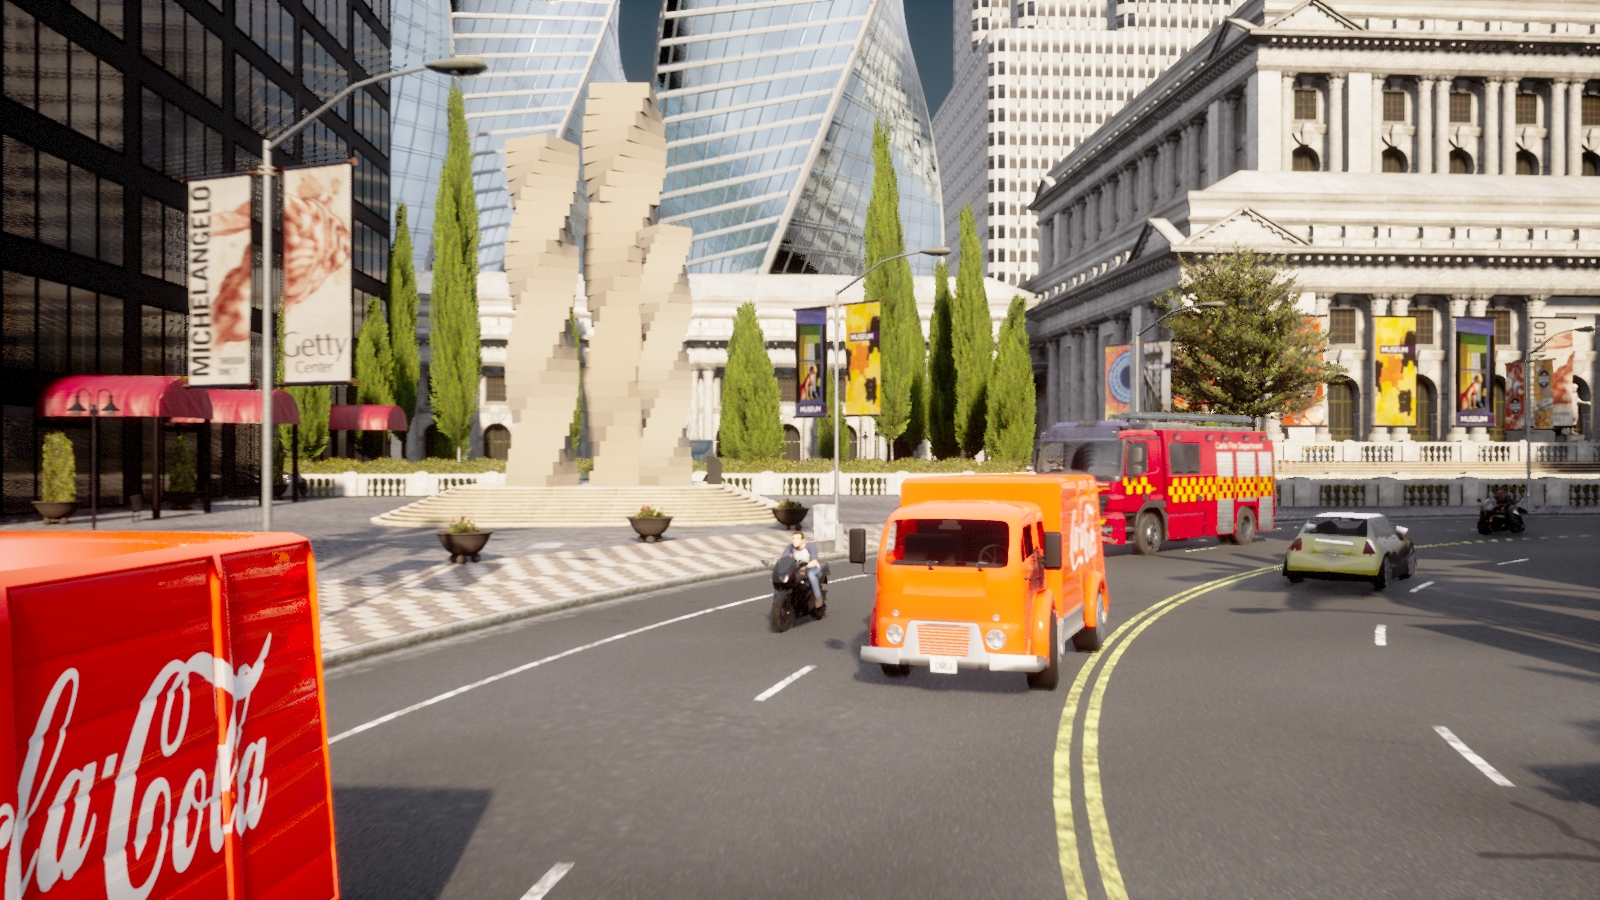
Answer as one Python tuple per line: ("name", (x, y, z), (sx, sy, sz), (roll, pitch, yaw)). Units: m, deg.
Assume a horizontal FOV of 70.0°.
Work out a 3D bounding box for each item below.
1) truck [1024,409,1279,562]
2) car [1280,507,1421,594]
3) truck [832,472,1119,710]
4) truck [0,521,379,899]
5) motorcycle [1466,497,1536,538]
("truck", (10.190, 0.894, 32.526), (8.468, 3.827, 2.891), (0, 0, -41))
("car", (11.821, 2.068, 24.419), (1.970, 1.475, 3.806), (0, 0, 38))
("truck", (2.568, 1.569, 15.158), (2.627, 2.467, 5.204), (-1, 0, 22))
("truck", (-3.404, 1.567, 2.753), (2.627, 2.467, 5.204), (0, 0, 3))
("motorcycle", (23.219, 2.212, 37.844), (2.209, 1.251, 0.867), (0, 0, -24))
